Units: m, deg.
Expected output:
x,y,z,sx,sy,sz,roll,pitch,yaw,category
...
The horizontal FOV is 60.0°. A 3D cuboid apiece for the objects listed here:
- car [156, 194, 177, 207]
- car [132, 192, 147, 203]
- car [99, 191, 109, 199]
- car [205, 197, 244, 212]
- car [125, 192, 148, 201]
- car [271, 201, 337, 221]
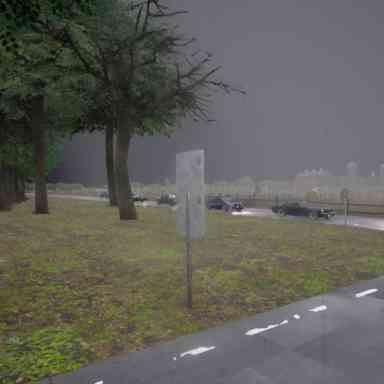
x,y,z,sx,sy,sz,roll,pitch,yaw,category
-2.719,0.980,41.045,1.812,1.442,4.674,-1,1,-36,car
-8.934,0.788,49.700,1.882,1.535,5.008,-1,2,-35,car
-16.480,0.603,65.104,2.033,1.411,5.357,-1,1,-36,car
3.148,1.168,32.910,1.994,1.385,4.181,-1,2,-35,car
-9.228,0.772,55.067,1.994,1.385,4.181,-1,1,-36,car
8.484,1.354,25.502,1.895,1.301,4.718,-1,2,-36,car
